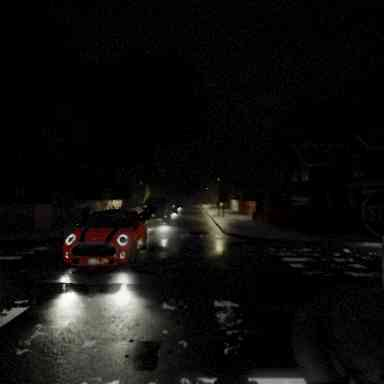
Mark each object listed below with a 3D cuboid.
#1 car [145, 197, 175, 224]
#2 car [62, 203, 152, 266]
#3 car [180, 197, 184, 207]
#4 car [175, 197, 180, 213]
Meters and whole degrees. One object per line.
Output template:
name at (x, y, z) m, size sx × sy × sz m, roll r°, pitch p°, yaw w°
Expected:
car at (-2.903, 1.444, 27.708) m, size 2.150 × 2.045 × 5.566 m, roll 0°, pitch -1°, yaw 0°
car at (-2.865, 1.436, 11.871) m, size 2.097 × 1.767 × 4.553 m, roll 0°, pitch 0°, yaw 0°
car at (-2.882, 1.983, 57.873) m, size 1.837 × 1.490 × 4.892 m, roll 0°, pitch -1°, yaw 0°
car at (-2.914, 1.690, 41.719) m, size 2.097 × 1.767 × 4.553 m, roll 0°, pitch 0°, yaw 0°
